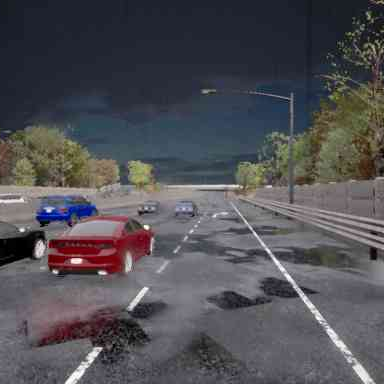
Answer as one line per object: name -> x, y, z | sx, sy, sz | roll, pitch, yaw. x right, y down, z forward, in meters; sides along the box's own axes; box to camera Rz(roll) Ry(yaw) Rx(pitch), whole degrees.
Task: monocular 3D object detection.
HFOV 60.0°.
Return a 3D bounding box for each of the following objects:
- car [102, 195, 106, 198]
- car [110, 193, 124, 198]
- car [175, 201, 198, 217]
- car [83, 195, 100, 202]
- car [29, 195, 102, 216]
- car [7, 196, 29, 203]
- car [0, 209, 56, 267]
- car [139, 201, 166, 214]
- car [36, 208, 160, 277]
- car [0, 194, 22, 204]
car -> -21.105, 1.416, 75.778 | 2.097, 1.767, 4.553 | 0, 0, 5
car -> -17.394, 1.263, 77.884 | 2.150, 2.045, 5.566 | 0, 0, 5
car -> -0.491, 1.548, 31.783 | 2.033, 1.411, 5.357 | 0, 0, 5
car -> -24.207, 1.563, 80.220 | 2.033, 1.411, 5.357 | 0, 0, 5
car -> -8.365, 1.223, 22.707 | 2.150, 2.045, 5.566 | 0, 0, 5
car -> -17.773, 1.494, 37.095 | 2.128, 1.511, 4.902 | 0, 0, 5
car -> -6.084, 1.477, 9.437 | 1.882, 1.535, 5.008 | 0, 0, 5
car -> -3.916, 1.548, 32.753 | 2.033, 1.411, 5.357 | 0, 0, 5
car -> -2.488, 1.477, 10.310 | 1.882, 1.535, 5.008 | 0, 0, 5
car -> -21.250, 1.224, 37.493 | 2.150, 2.045, 5.566 | 0, 0, 5
